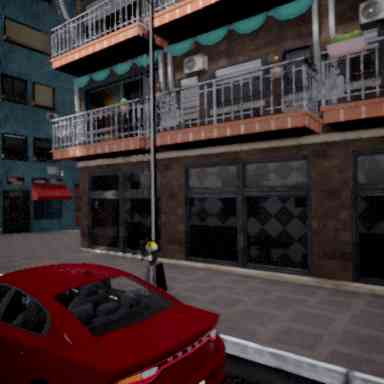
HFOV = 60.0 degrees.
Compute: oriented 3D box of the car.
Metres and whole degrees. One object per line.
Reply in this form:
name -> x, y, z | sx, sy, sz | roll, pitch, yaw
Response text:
car -> -1.769, 1.580, 4.145 | 4.507, 1.381, 1.887 | -1, -1, 35
